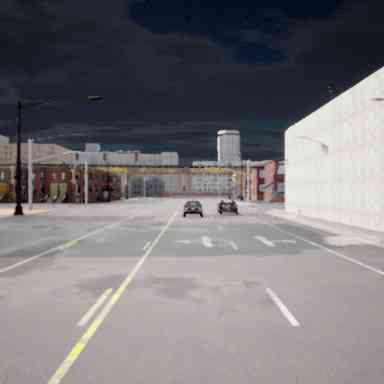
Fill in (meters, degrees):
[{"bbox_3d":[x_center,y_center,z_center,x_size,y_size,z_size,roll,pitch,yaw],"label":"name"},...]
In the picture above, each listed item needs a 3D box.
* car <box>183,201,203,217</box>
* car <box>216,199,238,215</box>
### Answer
[{"bbox_3d":[0.098,1.538,31.280,2.033,1.411,5.357,0,0,0],"label":"car"},{"bbox_3d":[3.596,1.481,34.313,2.128,1.511,4.902,0,0,0],"label":"car"}]
